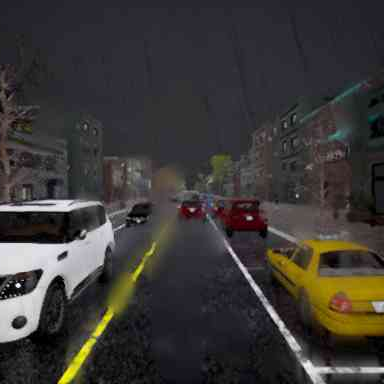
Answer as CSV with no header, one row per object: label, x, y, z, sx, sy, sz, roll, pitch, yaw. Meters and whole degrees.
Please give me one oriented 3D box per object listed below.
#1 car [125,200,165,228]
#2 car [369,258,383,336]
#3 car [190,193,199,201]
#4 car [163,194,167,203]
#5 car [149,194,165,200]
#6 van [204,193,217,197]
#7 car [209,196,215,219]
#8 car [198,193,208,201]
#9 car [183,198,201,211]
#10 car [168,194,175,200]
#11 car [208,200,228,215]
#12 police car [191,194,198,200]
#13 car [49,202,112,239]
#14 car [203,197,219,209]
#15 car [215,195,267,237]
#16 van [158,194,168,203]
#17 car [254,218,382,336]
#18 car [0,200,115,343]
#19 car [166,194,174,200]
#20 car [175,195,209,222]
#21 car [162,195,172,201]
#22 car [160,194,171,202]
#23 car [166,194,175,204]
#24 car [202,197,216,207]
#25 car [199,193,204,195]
car,-3.101,1.477,21.769,1.837,1.490,4.892,0,0,0
car,2.687,1.436,1.093,1.967,1.590,4.097,-1,0,0
car,0.669,1.223,84.454,2.097,1.767,4.553,0,0,-1
car,-5.818,1.227,62.106,2.192,1.841,5.009,-1,0,0
car,-5.793,1.479,51.010,2.008,1.369,4.403,-1,0,0
van,2.607,1.279,39.932,1.690,1.788,3.998,-1,0,0
car,2.631,1.395,28.835,1.967,1.590,4.097,-1,0,0
car,2.529,1.193,78.770,2.192,1.841,5.009,-1,0,0
car,-0.016,1.487,40.318,2.033,1.411,5.357,0,0,0
car,-5.882,1.404,95.396,1.887,1.381,4.507,-1,0,0
car,2.621,1.529,34.383,1.802,1.307,4.206,-1,0,0
police car,0.720,1.286,90.607,1.930,1.638,5.238,0,0,0
car,-5.727,1.419,17.719,1.967,1.590,4.097,-1,0,0
car,2.599,1.475,45.480,1.887,1.381,4.507,-1,0,0
car,2.651,1.287,17.738,2.192,1.841,5.009,-1,0,0
van,-5.829,1.244,67.654,1.690,1.788,3.998,-1,0,0
car,2.675,1.513,6.812,1.752,1.417,4.829,-1,0,0
car,-3.111,1.214,6.780,2.150,2.045,5.566,0,0,0
car,-5.872,1.308,89.848,1.967,1.590,4.097,-1,0,0
car,0.014,1.315,25.684,2.097,1.767,4.553,0,0,0
car,-5.849,1.430,78.751,1.887,1.381,4.507,-1,0,0
car,-5.839,1.334,73.203,1.967,1.590,4.097,-1,0,0
car,-3.153,1.476,59.912,1.994,1.385,4.181,0,0,1
car,2.587,1.503,51.028,1.802,1.307,4.206,-1,0,0
car,2.554,1.478,67.674,1.802,1.307,4.206,-1,0,0
